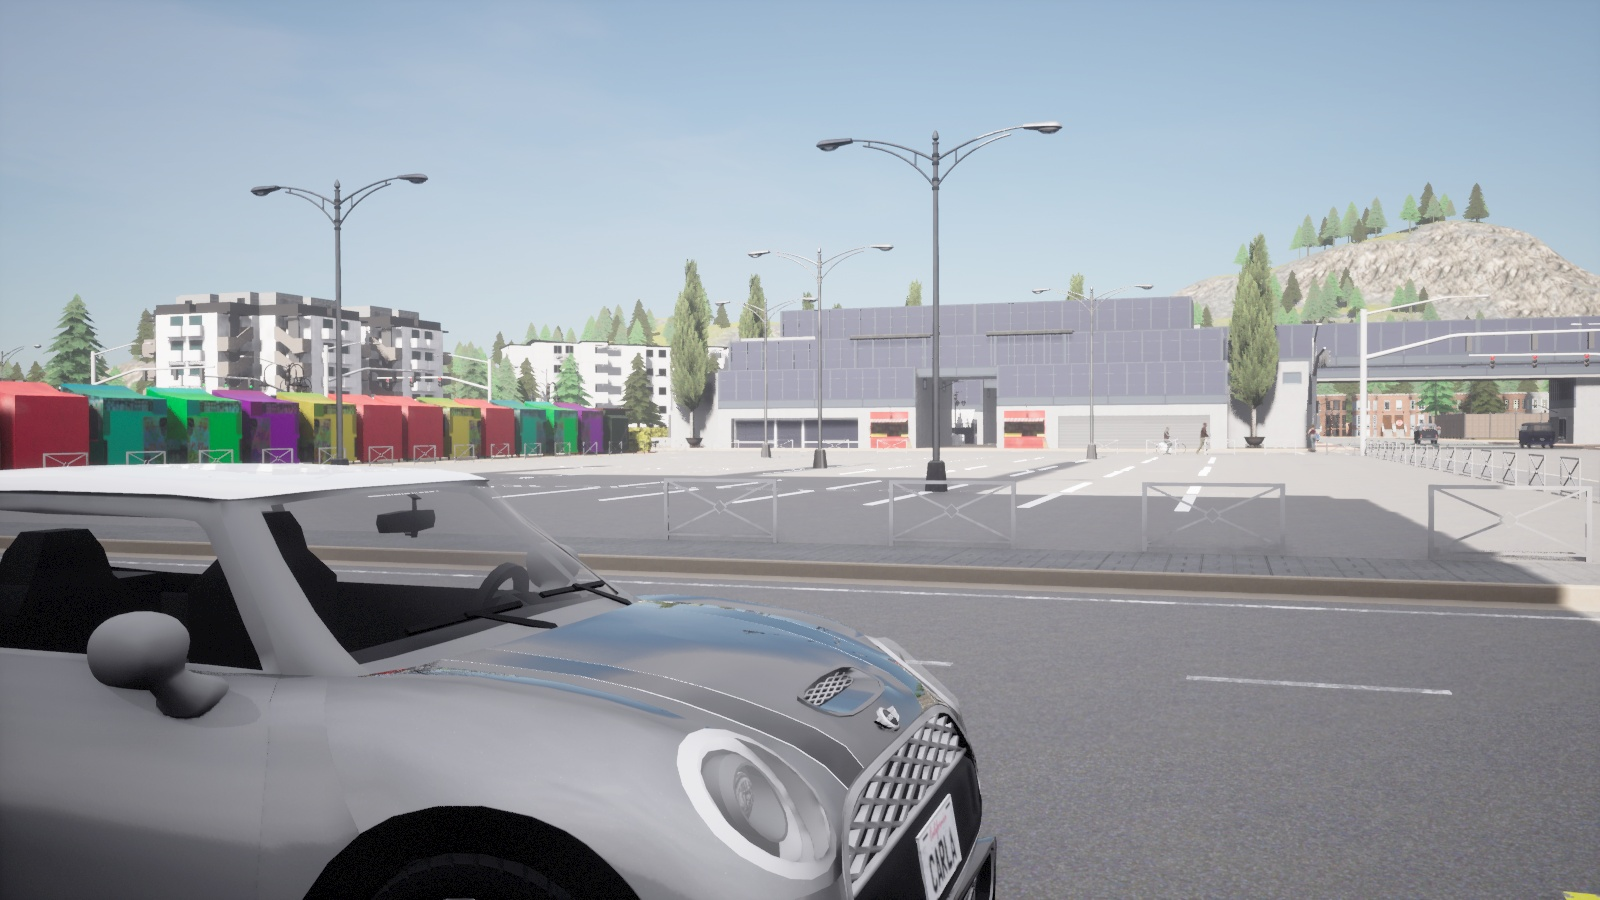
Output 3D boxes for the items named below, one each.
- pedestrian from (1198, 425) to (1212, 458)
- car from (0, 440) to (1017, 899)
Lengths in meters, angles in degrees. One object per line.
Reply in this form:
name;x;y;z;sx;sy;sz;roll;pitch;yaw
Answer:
pedestrian;22.659;-0.499;70.254;0.703;1.840;0.431;0;1;16
car;-1.428;0.728;3.672;3.806;1.475;1.970;1;1;18
